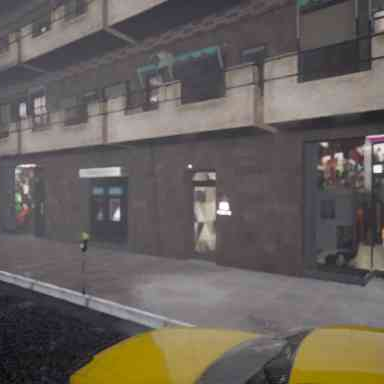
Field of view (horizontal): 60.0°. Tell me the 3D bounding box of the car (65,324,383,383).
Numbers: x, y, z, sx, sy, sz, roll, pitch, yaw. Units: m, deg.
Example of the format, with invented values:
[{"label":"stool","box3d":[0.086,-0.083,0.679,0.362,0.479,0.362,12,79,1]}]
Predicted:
[{"label":"car","box3d":[1.069,1.526,2.108,4.829,1.417,1.752,0,0,36]}]
